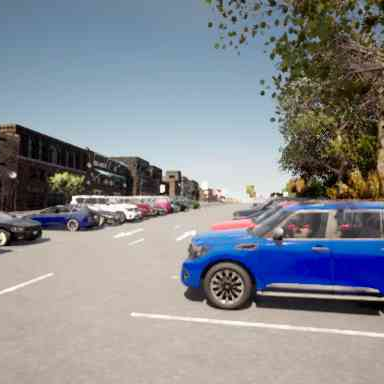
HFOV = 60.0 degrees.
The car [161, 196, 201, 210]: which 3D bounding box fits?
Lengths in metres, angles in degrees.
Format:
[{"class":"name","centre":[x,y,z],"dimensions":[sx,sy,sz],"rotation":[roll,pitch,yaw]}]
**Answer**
[{"class":"car","centre":[-1.583,1.586,50.349],"dimensions":[5.566,2.045,2.435],"rotation":[0,-1,12]}]

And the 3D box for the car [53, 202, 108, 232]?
[{"class":"car","centre":[-7.991,1.547,20.187],"dimensions":[4.792,1.488,2.163],"rotation":[0,0,12]}]

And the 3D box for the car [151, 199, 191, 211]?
[{"class":"car","centre":[-2.766,1.764,44.868],"dimensions":[4.892,1.521,2.231],"rotation":[0,-1,12]}]

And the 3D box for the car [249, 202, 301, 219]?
[{"class":"car","centre":[7.731,1.729,31.290],"dimensions":[4.674,1.452,2.002],"rotation":[0,-1,12]}]

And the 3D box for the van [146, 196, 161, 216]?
[{"class":"van","centre":[-5.545,1.397,31.132],"dimensions":[4.442,1.987,1.878],"rotation":[0,-1,12]}]

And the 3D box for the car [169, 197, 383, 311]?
[{"class":"car","centre":[2.585,1.227,6.889],"dimensions":[5.566,2.045,2.435],"rotation":[0,0,12]}]

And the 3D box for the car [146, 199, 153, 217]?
[{"class":"car","centre":[-6.241,1.595,28.412],"dimensions":[5.008,1.535,2.097],"rotation":[0,-1,12]}]

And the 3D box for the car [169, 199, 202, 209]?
[{"class":"car","centre":[-1.038,1.880,53.093],"dimensions":[4.892,1.521,2.231],"rotation":[0,-1,12]}]

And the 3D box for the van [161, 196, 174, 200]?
[{"class":"van","centre":[-4.620,1.450,36.667],"dimensions":[4.442,1.987,1.878],"rotation":[0,-1,12]}]

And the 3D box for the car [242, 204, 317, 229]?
[{"class":"car","centre":[5.988,1.639,23.118],"dimensions":[4.792,1.488,2.163],"rotation":[0,-1,12]}]

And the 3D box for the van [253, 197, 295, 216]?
[{"class":"van","centre":[8.996,1.517,36.721],"dimensions":[4.442,1.987,1.878],"rotation":[0,-1,12]}]

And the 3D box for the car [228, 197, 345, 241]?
[{"class":"car","centre":[4.847,1.307,17.671],"dimensions":[5.566,2.045,2.435],"rotation":[0,-1,12]}]

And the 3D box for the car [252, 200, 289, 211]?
[{"class":"car","centre":[11.187,1.876,47.636],"dimensions":[5.008,1.535,2.097],"rotation":[0,-1,12]}]

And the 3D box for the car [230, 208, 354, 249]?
[{"class":"car","centre":[4.296,1.536,14.937],"dimensions":[5.008,1.535,2.097],"rotation":[0,0,12]}]

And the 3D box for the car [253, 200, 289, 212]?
[{"class":"car","centre":[10.607,1.878,44.910],"dimensions":[4.674,1.452,2.002],"rotation":[0,-1,12]}]

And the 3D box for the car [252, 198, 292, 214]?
[{"class":"car","centre":[9.425,1.646,39.471],"dimensions":[4.553,1.767,2.185],"rotation":[0,-1,12]}]

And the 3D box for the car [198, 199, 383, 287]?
[{"class":"car","centre":[3.131,1.244,9.494],"dimensions":[5.566,2.045,2.435],"rotation":[0,0,12]}]

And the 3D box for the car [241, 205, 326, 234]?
[{"class":"car","centre":[5.473,1.613,20.381],"dimensions":[4.792,1.488,2.163],"rotation":[0,0,12]}]

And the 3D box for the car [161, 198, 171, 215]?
[{"class":"car","centre":[-5.090,1.650,33.898],"dimensions":[4.892,1.521,2.231],"rotation":[0,-1,12]}]

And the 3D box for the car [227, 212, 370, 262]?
[{"class":"car","centre":[3.752,1.555,12.332],"dimensions":[4.674,1.452,2.002],"rotation":[0,0,12]}]

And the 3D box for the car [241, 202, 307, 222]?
[{"class":"car","centre":[6.979,1.659,28.603],"dimensions":[5.366,1.575,1.946],"rotation":[0,-1,12]}]

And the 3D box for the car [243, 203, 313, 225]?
[{"class":"car","centre":[6.583,1.636,25.839],"dimensions":[5.008,1.535,2.097],"rotation":[0,-1,12]}]

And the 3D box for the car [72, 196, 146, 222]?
[{"class":"car","centre":[-6.783,1.317,25.663],"dimensions":[5.566,2.045,2.435],"rotation":[0,-1,12]}]

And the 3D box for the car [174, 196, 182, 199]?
[{"class":"car","centre":[-3.960,1.577,39.392],"dimensions":[4.553,1.767,2.185],"rotation":[0,-1,12]}]

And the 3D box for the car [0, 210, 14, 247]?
[{"class":"car","centre":[-9.507,1.451,11.915],"dimensions":[5.366,1.575,1.946],"rotation":[0,0,12]}]

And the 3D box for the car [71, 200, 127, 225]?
[{"class":"car","centre":[-7.393,1.543,22.920],"dimensions":[4.892,1.521,2.231],"rotation":[0,0,12]}]

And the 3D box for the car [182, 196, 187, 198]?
[{"class":"car","centre":[-3.322,1.482,42.122],"dimensions":[5.566,2.045,2.435],"rotation":[0,-1,12]}]

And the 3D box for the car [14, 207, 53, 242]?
[{"class":"car","centre":[-9.119,1.473,14.694],"dimensions":[5.008,1.535,2.097],"rotation":[0,0,12]}]
